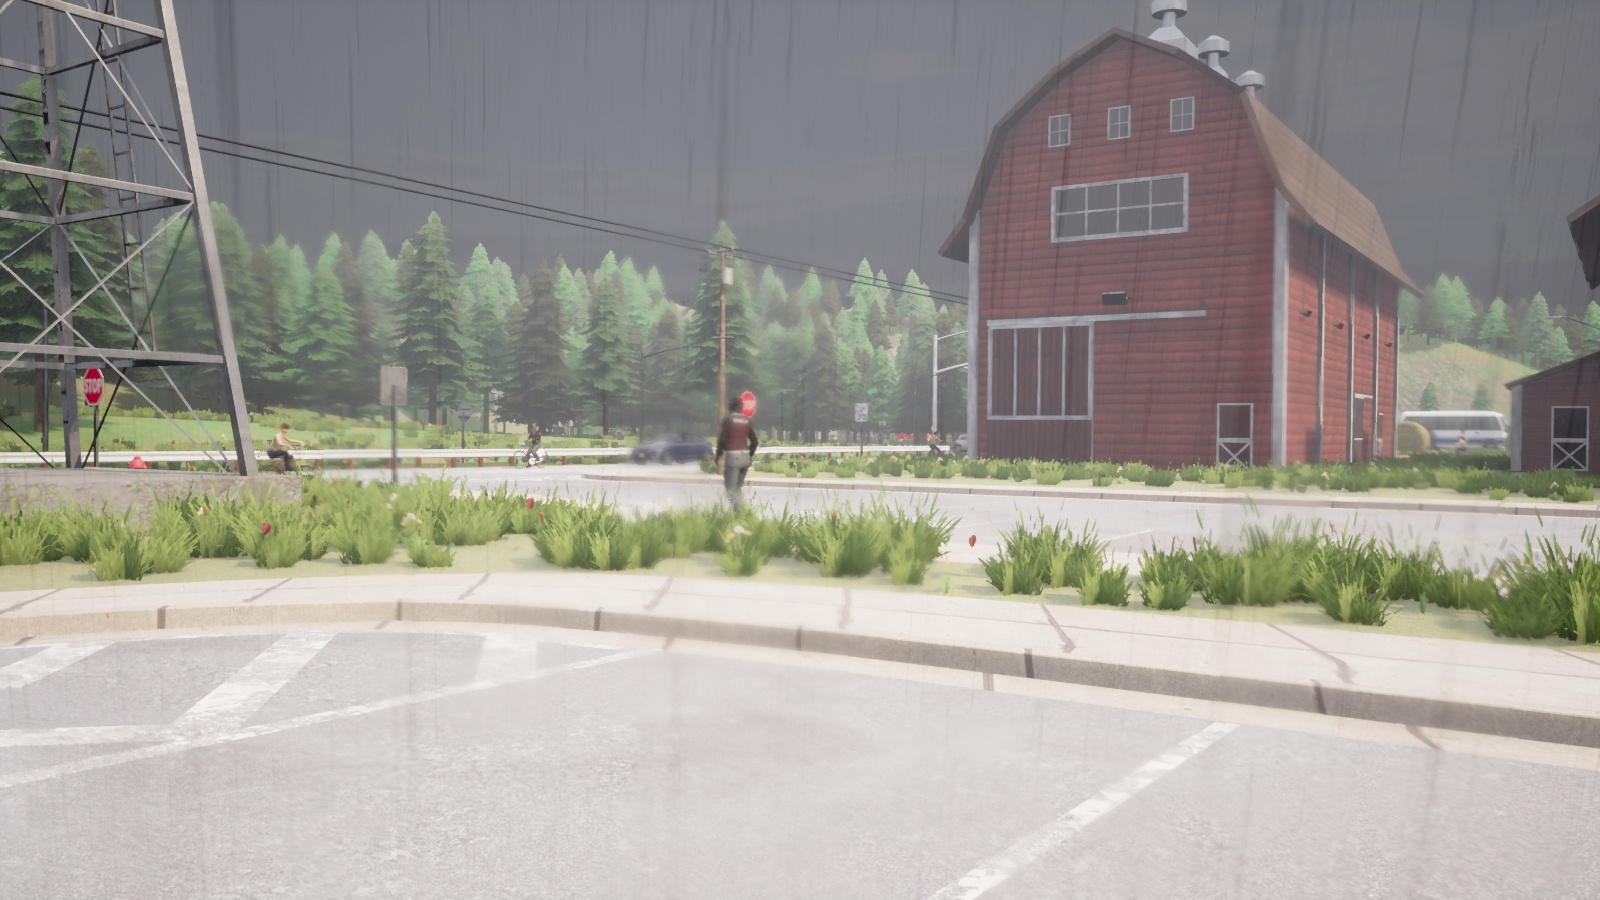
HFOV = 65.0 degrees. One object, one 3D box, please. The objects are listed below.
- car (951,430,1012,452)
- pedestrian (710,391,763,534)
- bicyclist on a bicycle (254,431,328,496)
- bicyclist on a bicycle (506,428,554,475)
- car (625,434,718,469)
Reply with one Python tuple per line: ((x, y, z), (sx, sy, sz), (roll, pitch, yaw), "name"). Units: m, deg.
((12.727, -0.638, 88.081), (1.970, 1.475, 3.806), (-1, 1, -43), "car")
((-0.881, 0.158, 17.326), (0.402, 1.930, 0.666), (-1, 1, -37), "pedestrian")
((-13.188, 0.343, 32.561), (1.509, 1.612, 0.866), (0, 5, -2), "bicyclist on a bicycle")
((-10.356, 0.037, 48.266), (0.659, 1.776, 1.843), (0, 1, 34), "bicyclist on a bicycle")
((-5.609, 0.041, 55.259), (1.816, 1.474, 4.193), (0, 1, 34), "car")
